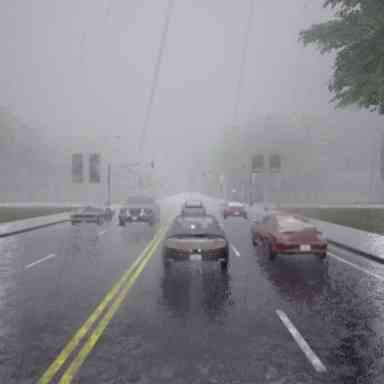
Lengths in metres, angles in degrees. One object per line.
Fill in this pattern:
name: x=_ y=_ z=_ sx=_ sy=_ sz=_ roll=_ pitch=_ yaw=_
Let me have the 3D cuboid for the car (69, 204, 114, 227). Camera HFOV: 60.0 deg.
car: x=-6.583 y=1.525 z=22.425 sx=1.895 sy=1.301 sz=4.718 roll=0 pitch=0 yaw=0

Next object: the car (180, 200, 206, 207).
car: x=0.117 y=1.407 z=26.506 sx=2.128 sy=1.511 sz=4.902 roll=0 pitch=0 yaw=0

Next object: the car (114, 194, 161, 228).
car: x=-3.330 y=1.147 z=22.125 sx=2.150 sy=2.045 sz=5.566 roll=0 pitch=0 yaw=0

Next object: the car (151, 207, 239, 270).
car: x=0.104 y=1.454 z=10.871 sx=2.128 sy=1.511 sz=4.902 roll=0 pitch=0 yaw=0

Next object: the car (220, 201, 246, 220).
car: x=3.369 y=1.440 z=27.298 sx=1.812 sy=1.442 sz=4.674 roll=0 pitch=0 yaw=0

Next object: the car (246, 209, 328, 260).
car: x=3.355 y=1.487 z=12.147 sx=1.812 sy=1.442 sz=4.674 roll=0 pitch=0 yaw=0
